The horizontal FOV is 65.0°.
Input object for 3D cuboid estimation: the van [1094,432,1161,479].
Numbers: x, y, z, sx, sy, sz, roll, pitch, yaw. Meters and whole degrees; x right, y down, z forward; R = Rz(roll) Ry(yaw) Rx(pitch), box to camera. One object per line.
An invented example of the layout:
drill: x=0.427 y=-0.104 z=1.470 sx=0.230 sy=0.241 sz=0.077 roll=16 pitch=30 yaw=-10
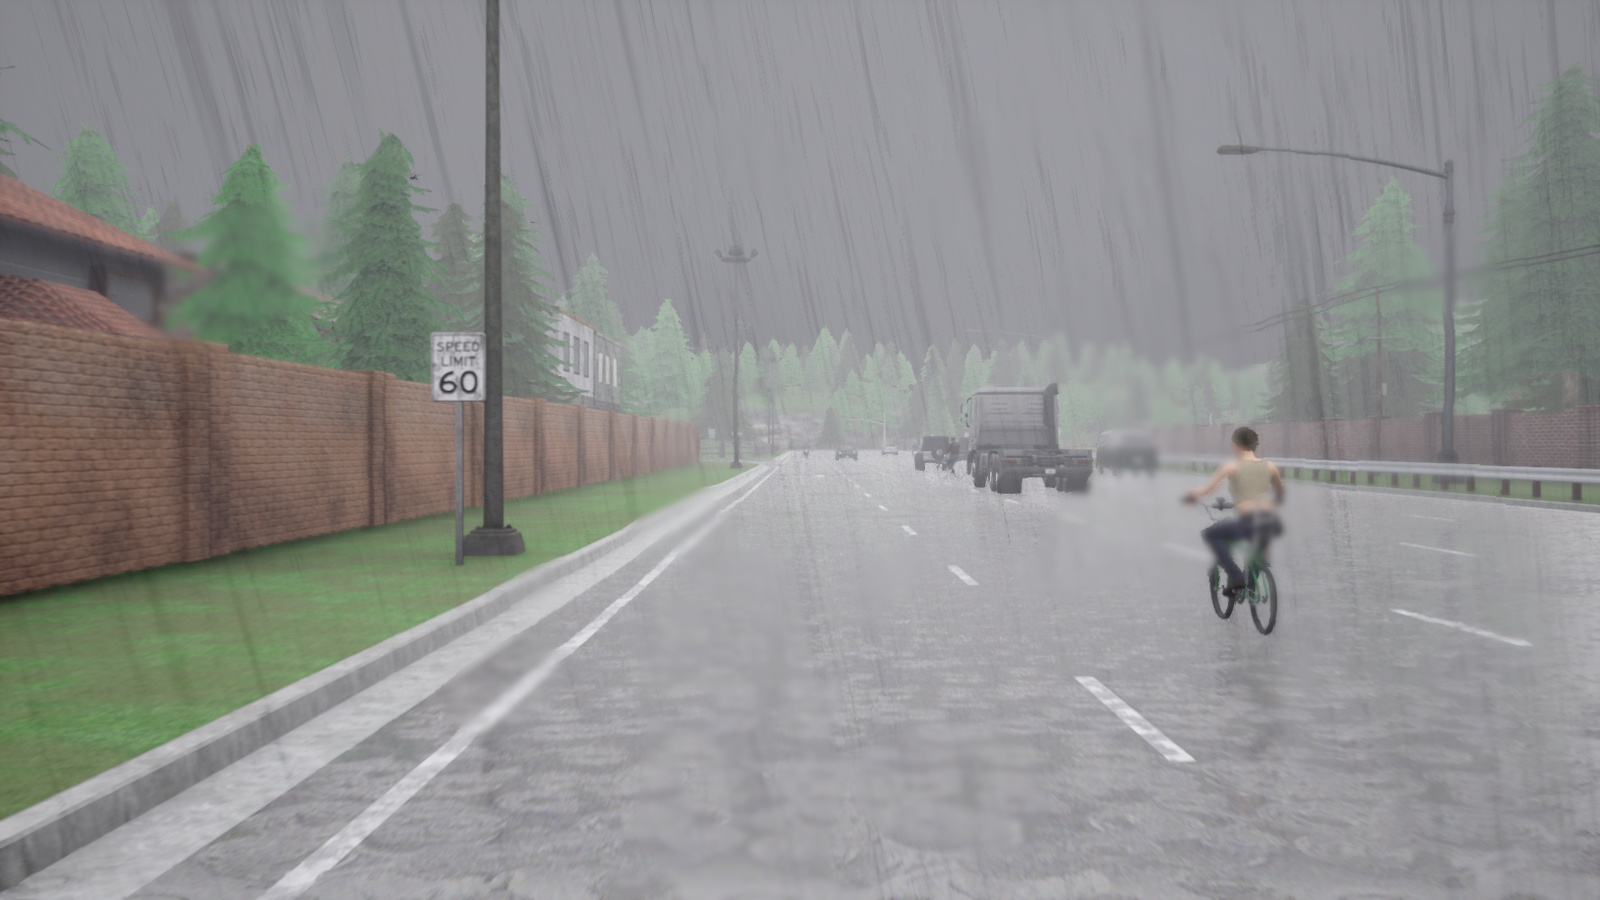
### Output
van: x=14.293 y=0.220 z=55.011 sx=1.775 sy=1.987 sz=4.442 roll=0 pitch=0 yaw=0

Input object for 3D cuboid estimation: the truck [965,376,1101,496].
truck: x=7.215 y=-0.439 z=39.989 sx=2.891 sy=3.462 sz=7.936 roll=0 pitch=1 yaw=0

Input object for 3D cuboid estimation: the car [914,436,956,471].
car: x=7.364 y=0.184 z=68.900 sx=1.905 sy=1.878 sz=3.866 roll=0 pitch=0 yaw=0

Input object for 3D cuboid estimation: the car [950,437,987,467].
car: x=10.927 y=0.120 z=81.523 sx=1.905 sy=1.878 sz=3.866 roll=0 pitch=0 yaw=0

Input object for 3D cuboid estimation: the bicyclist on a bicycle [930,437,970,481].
bicyclist on a bicycle: x=6.158 y=0.349 z=51.707 sx=0.659 sy=1.776 sz=1.843 roll=-1 pitch=1 yaw=-30

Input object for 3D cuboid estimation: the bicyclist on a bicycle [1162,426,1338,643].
bicyclist on a bicycle: x=3.564 y=0.633 z=10.090 sx=0.866 sy=1.612 sz=1.509 roll=0 pitch=-1 yaw=0
